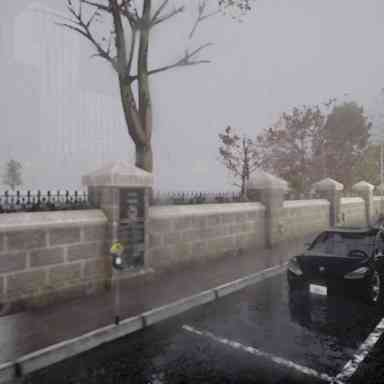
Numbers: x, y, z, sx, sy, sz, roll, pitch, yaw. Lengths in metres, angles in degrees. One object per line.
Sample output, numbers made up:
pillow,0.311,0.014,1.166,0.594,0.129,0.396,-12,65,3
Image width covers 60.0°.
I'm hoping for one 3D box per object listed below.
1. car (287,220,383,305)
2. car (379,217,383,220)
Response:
car,3.945,1.565,8.239,1.947,1.339,4.313,0,0,41
car,7.661,1.579,12.470,1.802,1.307,4.206,0,0,41
